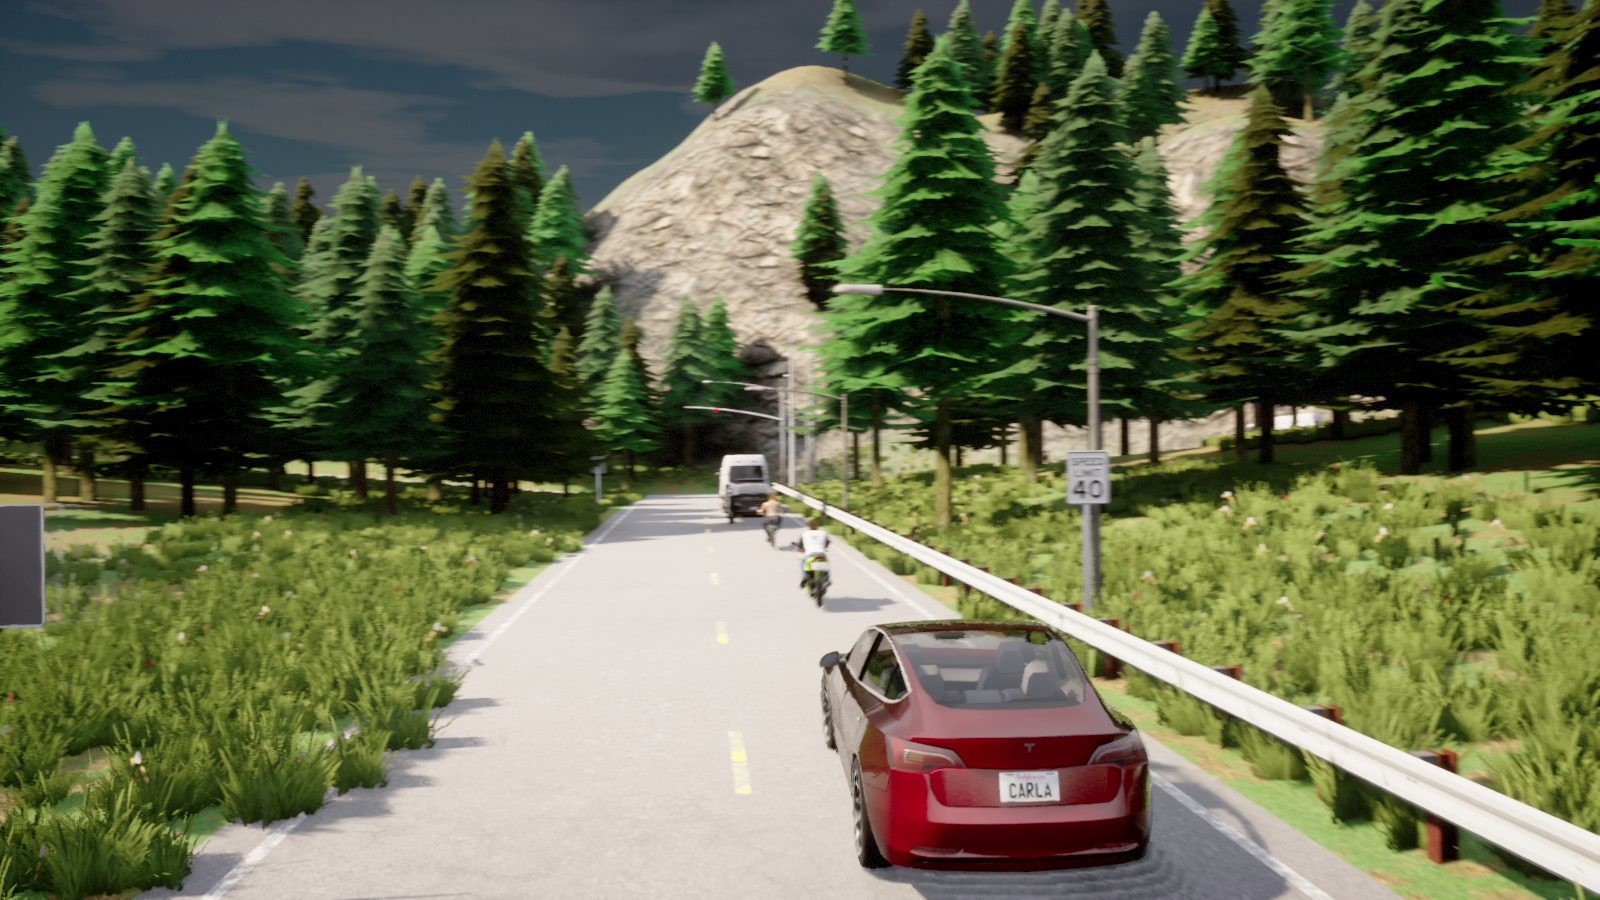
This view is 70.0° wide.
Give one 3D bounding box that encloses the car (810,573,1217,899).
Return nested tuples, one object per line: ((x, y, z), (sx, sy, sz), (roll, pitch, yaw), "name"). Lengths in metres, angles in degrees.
((1.303, 2.014, 9.213), (2.163, 1.488, 4.792), (-1, 0, -3), "car")

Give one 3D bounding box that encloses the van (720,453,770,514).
((-2.583, 1.439, 52.142), (1.988, 2.561, 5.915), (-1, 0, -5), "van")

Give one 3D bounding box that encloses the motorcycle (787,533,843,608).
((0.243, 2.151, 20.777), (0.803, 1.145, 2.033), (-1, 0, -5), "motorcycle")

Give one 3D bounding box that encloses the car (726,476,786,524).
((-1.792, 1.894, 44.765), (2.097, 1.638, 5.238), (-1, 0, -5), "car")
